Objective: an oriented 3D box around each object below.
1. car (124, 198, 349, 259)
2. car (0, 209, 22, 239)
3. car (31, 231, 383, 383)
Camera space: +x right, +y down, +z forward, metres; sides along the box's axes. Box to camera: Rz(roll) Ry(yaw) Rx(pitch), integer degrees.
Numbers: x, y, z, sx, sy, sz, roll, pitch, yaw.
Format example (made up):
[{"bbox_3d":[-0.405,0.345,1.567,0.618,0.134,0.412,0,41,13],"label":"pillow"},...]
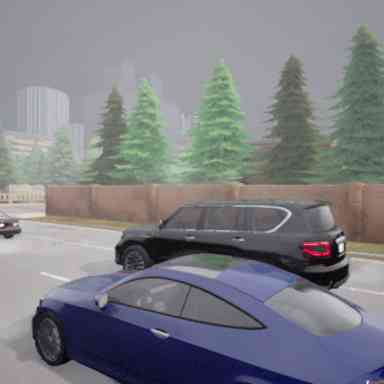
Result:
[{"bbox_3d":[0.638,1.177,7.844,5.566,2.045,2.150,-1,0,36],"label":"car"},{"bbox_3d":[-9.799,1.393,15.279,5.357,1.411,2.033,1,0,39],"label":"car"},{"bbox_3d":[-0.022,1.505,4.013,4.674,1.442,1.812,1,0,36],"label":"car"}]
